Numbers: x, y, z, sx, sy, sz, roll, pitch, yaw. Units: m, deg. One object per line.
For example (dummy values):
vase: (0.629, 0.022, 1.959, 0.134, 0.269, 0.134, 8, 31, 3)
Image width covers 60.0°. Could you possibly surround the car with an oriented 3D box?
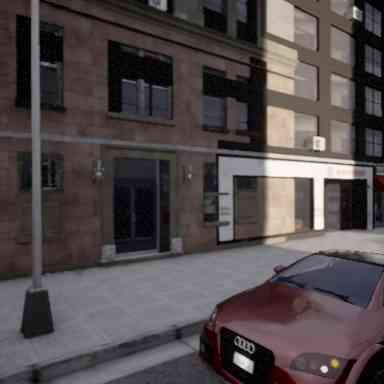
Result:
car: (2.154, 1.546, 4.549, 4.181, 1.385, 1.994, 0, 0, -35)
